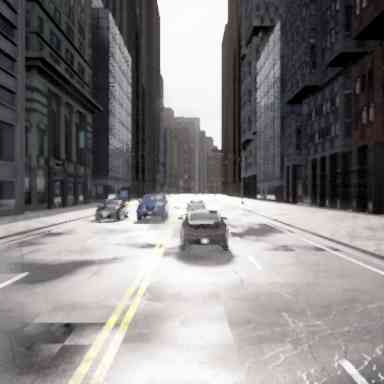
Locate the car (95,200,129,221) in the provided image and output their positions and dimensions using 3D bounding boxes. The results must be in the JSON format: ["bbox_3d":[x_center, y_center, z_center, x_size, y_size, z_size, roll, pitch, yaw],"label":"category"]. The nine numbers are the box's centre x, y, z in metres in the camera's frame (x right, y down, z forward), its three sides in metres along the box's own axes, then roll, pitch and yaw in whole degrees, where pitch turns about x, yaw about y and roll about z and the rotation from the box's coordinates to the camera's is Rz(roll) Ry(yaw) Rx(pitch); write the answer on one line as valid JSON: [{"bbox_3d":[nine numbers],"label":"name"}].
[{"bbox_3d":[-6.270,1.409,26.405,2.128,1.511,4.902,0,0,0],"label":"car"}]

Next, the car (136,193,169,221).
[{"bbox_3d":[-3.022,1.143,26.621,2.150,2.045,5.566,0,0,0],"label":"car"}]

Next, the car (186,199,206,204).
[{"bbox_3d":[0.413,1.435,32.547,1.812,1.442,4.674,0,0,0],"label":"car"}]

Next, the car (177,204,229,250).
[{"bbox_3d":[0.455,1.465,14.109,1.837,1.490,4.892,0,0,0],"label":"car"}]
